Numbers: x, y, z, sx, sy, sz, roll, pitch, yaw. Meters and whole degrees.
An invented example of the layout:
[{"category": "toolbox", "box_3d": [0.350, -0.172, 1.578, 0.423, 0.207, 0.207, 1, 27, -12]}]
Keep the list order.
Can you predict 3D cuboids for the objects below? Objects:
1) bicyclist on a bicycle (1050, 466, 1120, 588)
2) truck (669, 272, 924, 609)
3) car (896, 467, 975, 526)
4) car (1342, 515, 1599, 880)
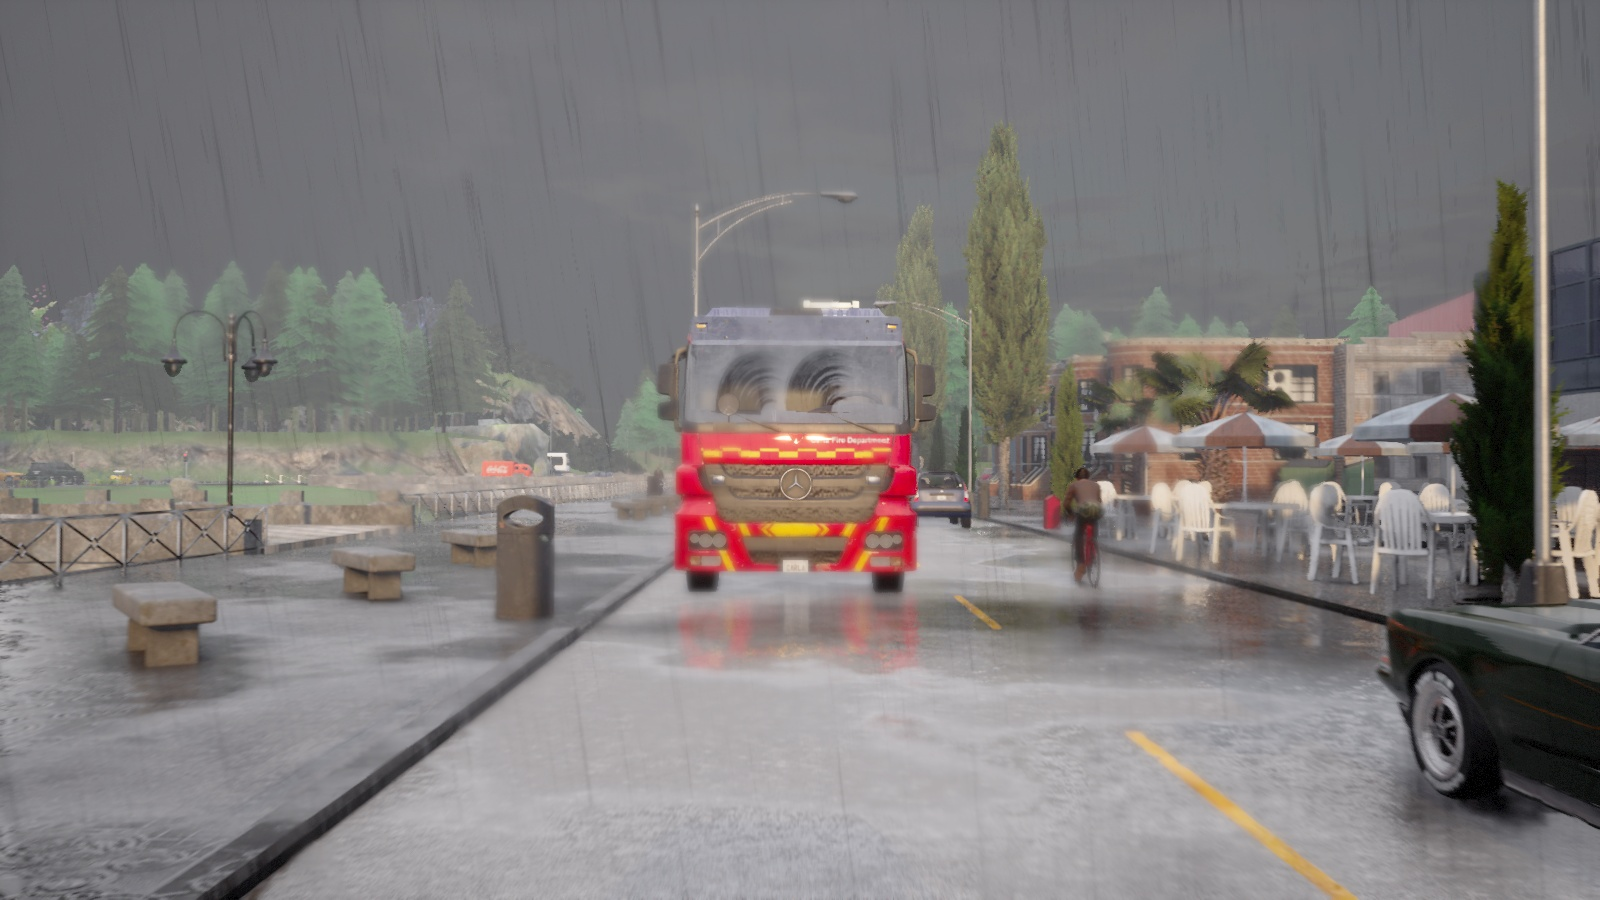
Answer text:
[{"category": "bicyclist on a bicycle", "box_3d": [3.953, 1.045, 17.523, 0.582, 1.620, 1.656, 0, -1, 0]}, {"category": "truck", "box_3d": [-0.053, -0.040, 18.517, 2.891, 3.827, 8.468, 0, -1, 0]}, {"category": "car", "box_3d": [3.904, 1.311, 36.659, 1.851, 1.617, 3.988, 0, -1, 0]}, {"category": "car", "box_3d": [3.987, 0.977, 4.654, 1.895, 1.301, 4.718, 0, -1, 0]}]
